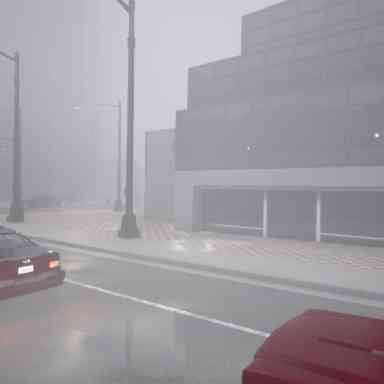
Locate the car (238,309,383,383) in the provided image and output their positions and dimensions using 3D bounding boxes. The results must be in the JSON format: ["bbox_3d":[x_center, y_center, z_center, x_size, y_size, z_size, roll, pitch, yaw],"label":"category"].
[{"bbox_3d":[2.651,1.602,2.103,4.718,1.301,1.895,0,0,35],"label":"car"}]

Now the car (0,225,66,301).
[{"bbox_3d":[-5.150,1.461,7.669,5.357,1.411,2.033,1,0,35],"label":"car"}]

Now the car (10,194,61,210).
[{"bbox_3d":[-16.043,1.012,34.356,1.882,1.535,5.008,1,1,36],"label":"car"}]
